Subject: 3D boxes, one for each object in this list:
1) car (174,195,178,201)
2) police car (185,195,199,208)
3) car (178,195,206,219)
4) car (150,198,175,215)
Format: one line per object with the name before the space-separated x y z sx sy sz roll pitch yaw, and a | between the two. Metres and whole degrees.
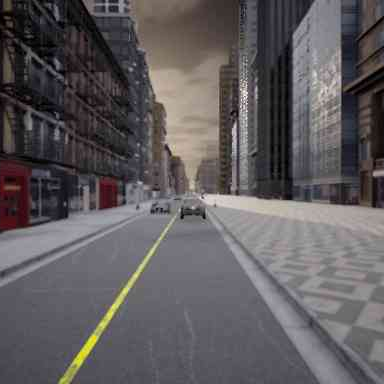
car | -3.004 1.392 74.110 2.033 1.411 5.357 0 0 0
police car | 0.021 1.367 48.636 1.930 1.638 5.238 0 0 1
car | 0.092 1.314 28.998 2.097 1.767 4.553 0 0 0
car | -3.090 1.521 33.633 1.994 1.385 4.181 0 0 0
